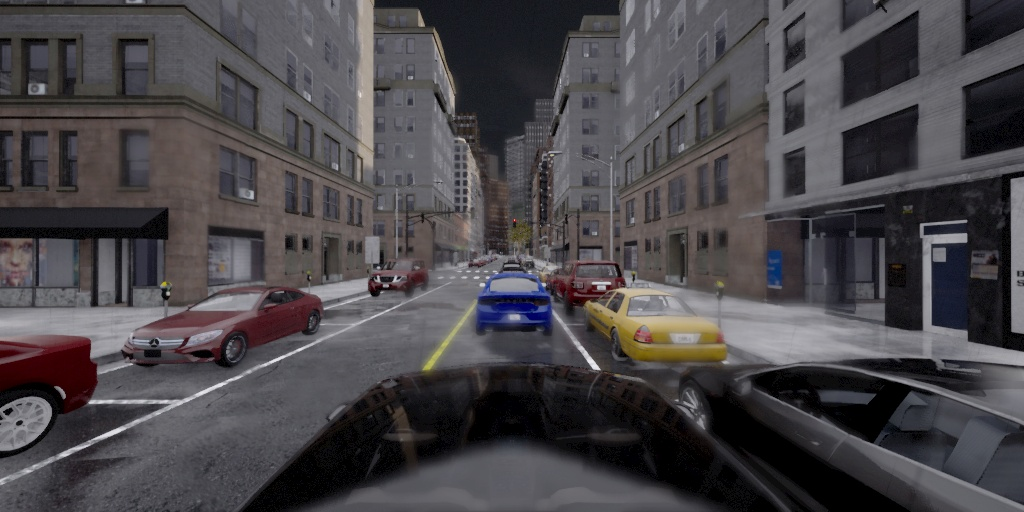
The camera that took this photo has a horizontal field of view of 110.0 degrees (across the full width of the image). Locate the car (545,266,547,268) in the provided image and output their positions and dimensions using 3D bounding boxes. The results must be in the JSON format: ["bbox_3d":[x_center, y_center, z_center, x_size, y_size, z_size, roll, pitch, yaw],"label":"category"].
[{"bbox_3d":[2.735,1.313,18.968,1.802,1.307,4.207,0,0,0],"label":"car"}]

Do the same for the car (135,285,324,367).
[{"bbox_3d":[-5.772,1.328,7.855,1.802,1.307,4.207,0,0,0],"label":"car"}]

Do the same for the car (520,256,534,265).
[{"bbox_3d":[2.674,1.131,56.628,2.007,1.370,4.403,0,0,0],"label":"car"}]

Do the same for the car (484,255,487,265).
[{"bbox_3d":[-5.860,0.989,62.046,1.967,1.591,4.097,0,0,0],"label":"car"}]

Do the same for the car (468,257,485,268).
[{"bbox_3d":[-5.851,1.126,56.621,1.888,1.381,4.507,0,0,0],"label":"car"}]

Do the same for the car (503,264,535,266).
[{"bbox_3d":[0.067,1.296,18.024,1.994,1.385,4.181,0,0,0],"label":"car"}]

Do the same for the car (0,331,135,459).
[{"bbox_3d":[-5.764,1.295,2.303,1.888,1.381,4.507,0,0,0],"label":"car"}]

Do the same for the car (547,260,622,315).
[{"bbox_3d":[2.744,1.055,13.416,2.192,1.841,5.009,0,0,0],"label":"car"}]

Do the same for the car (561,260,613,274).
[{"bbox_3d":[8.277,1.198,40.006,5.357,1.411,2.033,0,0,4],"label":"car"}]

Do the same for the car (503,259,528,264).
[{"bbox_3d":[0.006,1.215,26.937,1.837,1.490,4.892,0,0,0],"label":"car"}]

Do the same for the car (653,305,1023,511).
[{"bbox_3d":[2.761,1.316,2.310,1.948,1.339,4.313,0,0,0],"label":"car"}]

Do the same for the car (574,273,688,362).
[{"bbox_3d":[2.753,1.272,8.032,1.751,1.417,4.829,0,0,0],"label":"car"}]

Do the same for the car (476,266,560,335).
[{"bbox_3d":[0.035,1.222,10.490,1.882,1.535,5.008,0,0,-1],"label":"car"}]

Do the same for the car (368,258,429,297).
[{"bbox_3d":[-5.791,1.045,18.961,2.192,1.841,5.009,0,0,0],"label":"car"}]
